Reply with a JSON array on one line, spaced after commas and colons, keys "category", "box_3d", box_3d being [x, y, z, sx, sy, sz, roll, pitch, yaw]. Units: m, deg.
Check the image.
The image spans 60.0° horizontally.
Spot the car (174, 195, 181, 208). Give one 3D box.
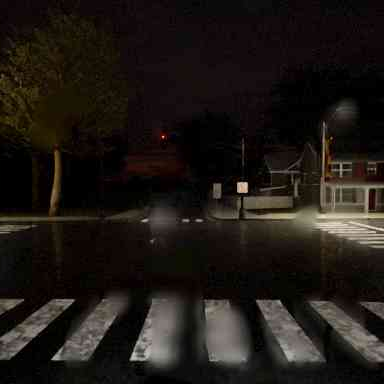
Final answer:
[{"category": "car", "box_3d": [-2.936, 1.431, 46.672, 1.882, 1.535, 5.008, 0, 0, 0]}]

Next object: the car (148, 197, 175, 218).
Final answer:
[{"category": "car", "box_3d": [-2.836, 1.467, 29.924, 2.128, 1.511, 4.902, 0, 0, -3]}]

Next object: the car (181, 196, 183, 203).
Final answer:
[{"category": "car", "box_3d": [-2.788, 1.422, 66.475, 1.837, 1.490, 4.892, 0, 0, 1]}]
